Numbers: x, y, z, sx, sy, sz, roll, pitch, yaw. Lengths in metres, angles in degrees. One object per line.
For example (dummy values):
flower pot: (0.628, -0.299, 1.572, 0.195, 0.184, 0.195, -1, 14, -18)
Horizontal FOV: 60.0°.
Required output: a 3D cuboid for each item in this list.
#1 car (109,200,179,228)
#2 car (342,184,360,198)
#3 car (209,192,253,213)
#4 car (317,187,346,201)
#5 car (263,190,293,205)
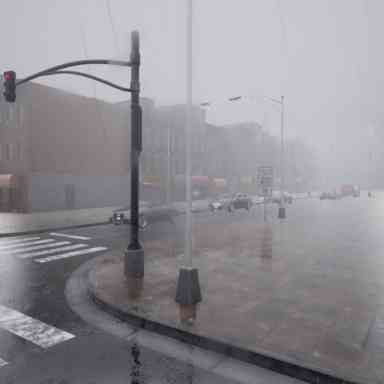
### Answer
car: (-2.613, 1.128, 18.737, 1.994, 1.385, 4.181, 0, 2, 36)
car: (24.666, -0.221, 51.873, 2.150, 2.045, 5.566, 0, 2, 35)
car: (3.221, 0.795, 26.916, 2.128, 1.511, 4.902, 0, 2, 35)
car: (17.653, 0.423, 42.063, 1.895, 1.301, 4.718, 0, 2, 36)
car: (9.190, 0.573, 35.274, 1.812, 1.442, 4.674, 0, 2, 36)
